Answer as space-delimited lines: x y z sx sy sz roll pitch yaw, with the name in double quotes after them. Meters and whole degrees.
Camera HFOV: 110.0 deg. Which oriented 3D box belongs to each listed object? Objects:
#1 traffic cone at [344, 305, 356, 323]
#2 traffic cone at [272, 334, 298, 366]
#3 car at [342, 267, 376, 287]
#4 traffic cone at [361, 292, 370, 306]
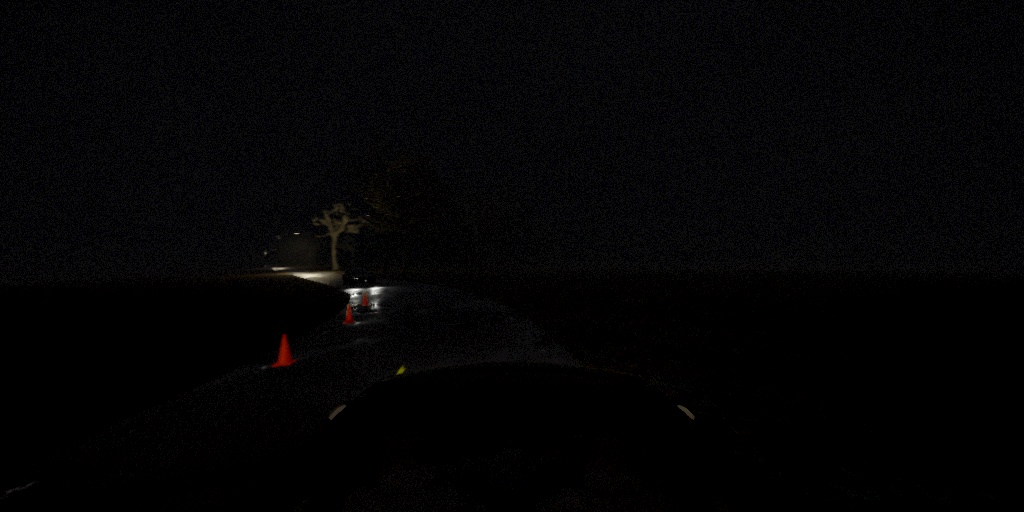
-5.379 1.906 11.874 0.340 0.580 0.340 0 0 -13 "traffic cone"
-4.564 1.868 7.220 0.340 0.580 0.340 0 0 -7 "traffic cone"
-12.663 1.698 29.553 1.837 1.490 4.892 -1 0 -35 "car"
-6.700 1.954 16.411 0.340 0.580 0.340 0 0 -19 "traffic cone"
